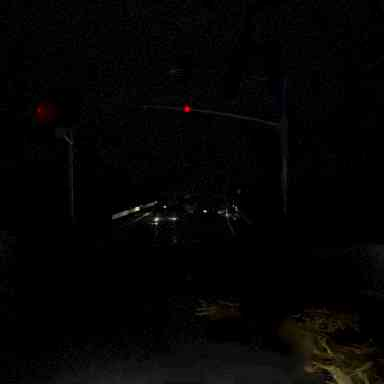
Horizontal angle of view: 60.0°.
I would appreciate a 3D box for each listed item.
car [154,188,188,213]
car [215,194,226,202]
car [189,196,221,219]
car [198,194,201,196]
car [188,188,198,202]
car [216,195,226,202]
[{"bbox_3d":[-2.055,0.811,31.541,2.150,2.045,5.566,0,3,6],"label":"car"},{"bbox_3d":[4.772,1.106,58.287,1.812,1.442,4.674,0,-2,7],"label":"car"},{"bbox_3d":[1.157,1.342,27.418,1.994,1.385,4.181,0,3,5],"label":"car"},{"bbox_3d":[0.522,0.949,53.373,2.033,1.411,5.357,0,-2,8],"label":"car"},{"bbox_3d":[-0.923,0.516,42.176,2.150,2.045,5.566,0,1,7],"label":"car"},{"bbox_3d":[5.993,1.356,68.381,1.882,1.535,5.008,0,-1,6],"label":"car"}]
